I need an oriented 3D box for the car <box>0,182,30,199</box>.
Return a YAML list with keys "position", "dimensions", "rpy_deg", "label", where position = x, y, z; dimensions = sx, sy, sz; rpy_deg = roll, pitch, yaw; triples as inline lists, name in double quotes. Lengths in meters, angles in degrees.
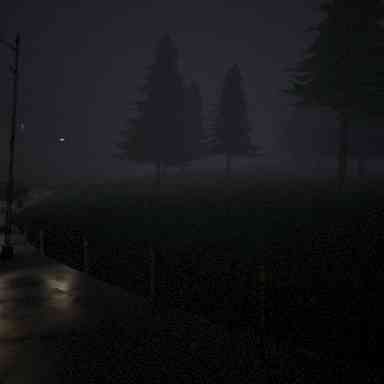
- position: [-19.322, -0.319, 36.039]
  dimensions: [2.097, 1.767, 4.553]
  rpy_deg: [4, 3, -4]
  label: "car"
